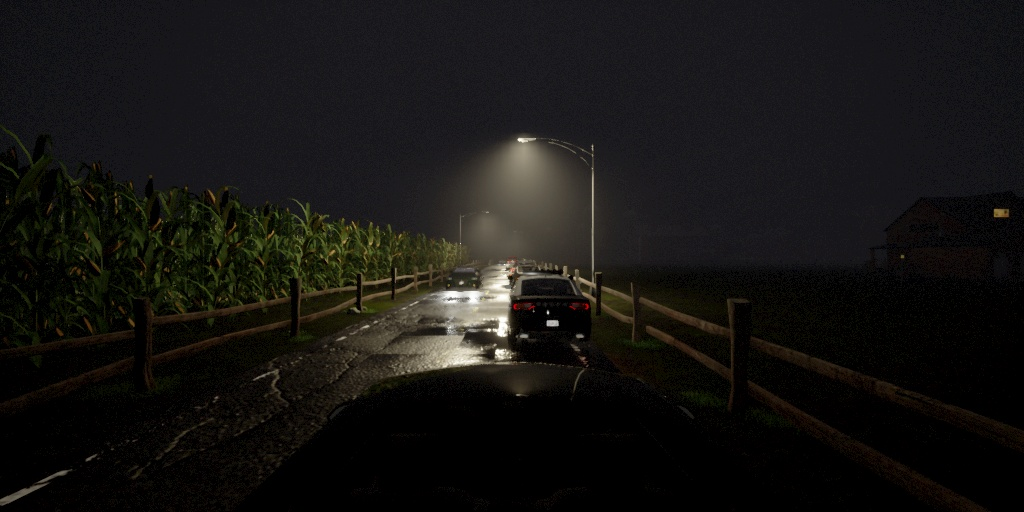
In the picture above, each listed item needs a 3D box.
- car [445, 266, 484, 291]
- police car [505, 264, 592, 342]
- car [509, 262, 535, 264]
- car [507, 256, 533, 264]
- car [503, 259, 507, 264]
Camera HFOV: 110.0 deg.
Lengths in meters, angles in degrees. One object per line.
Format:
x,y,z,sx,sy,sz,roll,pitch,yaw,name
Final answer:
-2.816,1.313,21.968,1.994,1.385,4.181,0,0,0,car
0.837,1.175,9.940,1.930,1.638,5.238,0,0,0,police car
0.855,1.255,19.830,1.837,1.490,4.892,0,0,0,car
0.865,1.101,25.801,2.097,1.767,4.553,0,0,0,car
0.125,1.373,48.134,1.895,1.301,4.718,0,0,1,car
